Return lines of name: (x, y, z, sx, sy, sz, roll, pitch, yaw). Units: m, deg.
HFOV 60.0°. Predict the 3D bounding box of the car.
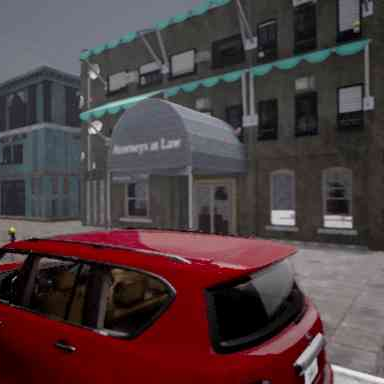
car: (-1.126, 1.338, 3.679, 5.009, 1.841, 2.192, -1, 0, 35)
